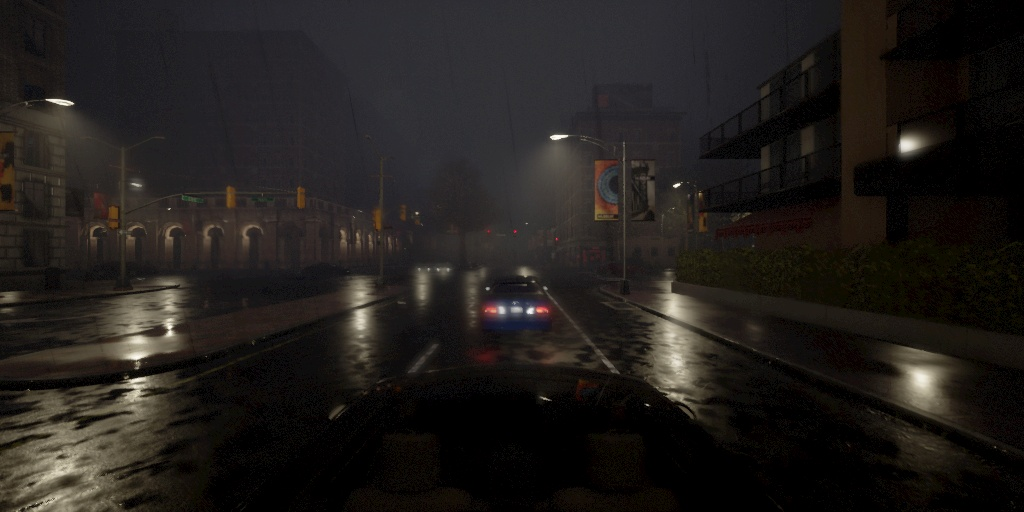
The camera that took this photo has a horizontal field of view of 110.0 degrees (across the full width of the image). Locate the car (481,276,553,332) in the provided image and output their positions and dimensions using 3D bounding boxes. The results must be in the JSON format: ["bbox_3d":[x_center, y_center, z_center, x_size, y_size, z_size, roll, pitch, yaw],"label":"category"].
[{"bbox_3d":[0.146,1.297,10.789,2.033,1.411,5.357,0,0,1],"label":"car"}]

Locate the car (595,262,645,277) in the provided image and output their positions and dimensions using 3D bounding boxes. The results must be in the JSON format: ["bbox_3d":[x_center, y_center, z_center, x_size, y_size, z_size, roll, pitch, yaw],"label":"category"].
[{"bbox_3d":[10.326,1.276,34.437,4.674,1.442,1.812,0,0,0],"label":"car"}]

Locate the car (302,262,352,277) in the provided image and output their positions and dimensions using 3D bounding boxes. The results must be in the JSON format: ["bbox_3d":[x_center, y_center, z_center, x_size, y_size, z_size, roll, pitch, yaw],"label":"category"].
[{"bbox_3d":[-17.791,1.314,34.543,4.181,1.385,1.994,0,0,0],"label":"car"}]

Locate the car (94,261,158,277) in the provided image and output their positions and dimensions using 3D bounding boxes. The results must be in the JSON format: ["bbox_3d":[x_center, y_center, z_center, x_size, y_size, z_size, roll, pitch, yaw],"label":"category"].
[{"bbox_3d":[-37.170,1.228,34.619,5.008,1.535,1.882,0,0,0],"label":"car"}]

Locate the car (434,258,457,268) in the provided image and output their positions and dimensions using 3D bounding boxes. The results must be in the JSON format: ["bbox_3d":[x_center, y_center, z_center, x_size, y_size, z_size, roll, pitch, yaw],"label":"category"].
[{"bbox_3d":[-11.052,1.102,59.739,2.097,1.767,4.553,0,0,1],"label":"car"}]

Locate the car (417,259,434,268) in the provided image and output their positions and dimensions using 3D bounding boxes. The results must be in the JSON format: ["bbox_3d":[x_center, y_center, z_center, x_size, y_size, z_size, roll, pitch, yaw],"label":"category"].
[{"bbox_3d":[-14.518,1.228,61.808,1.882,1.535,5.008,0,0,1],"label":"car"}]
